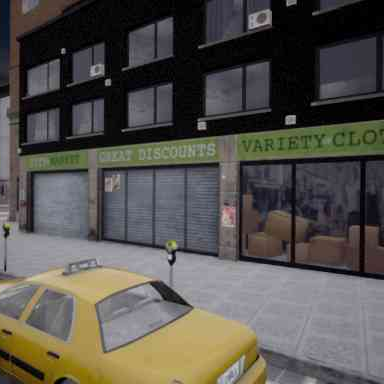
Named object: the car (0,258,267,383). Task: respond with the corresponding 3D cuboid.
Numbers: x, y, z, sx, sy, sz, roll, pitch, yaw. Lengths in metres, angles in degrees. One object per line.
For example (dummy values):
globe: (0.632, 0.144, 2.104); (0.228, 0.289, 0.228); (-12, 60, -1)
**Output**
car: (-1.541, 1.524, 4.190); (4.829, 1.417, 1.752); (0, 1, 36)
